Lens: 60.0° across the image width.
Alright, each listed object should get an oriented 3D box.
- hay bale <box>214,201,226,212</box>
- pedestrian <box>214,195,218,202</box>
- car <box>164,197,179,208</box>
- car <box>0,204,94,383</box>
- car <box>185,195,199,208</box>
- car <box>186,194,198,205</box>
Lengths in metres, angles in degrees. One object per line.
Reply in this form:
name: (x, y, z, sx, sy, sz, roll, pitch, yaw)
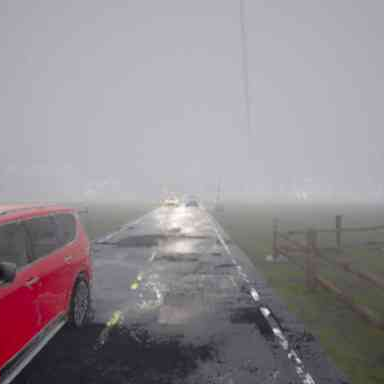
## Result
hay bale: (3.136, 1.618, 37.698, 1.220, 1.180, 1.240, 0, 0, 0)
pedestrian: (2.834, 1.261, 38.797, 0.375, 1.860, 0.375, 0, 0, 4)
car: (-2.815, 1.429, 46.752, 1.882, 1.535, 5.008, 0, 0, 0)
car: (-2.848, 1.218, 3.863, 2.150, 2.045, 5.566, 0, 0, 0)
car: (0.019, 1.500, 46.145, 2.033, 1.411, 5.357, 0, 0, 0)
car: (0.015, 1.286, 59.964, 2.097, 1.767, 4.553, 0, 0, 0)
